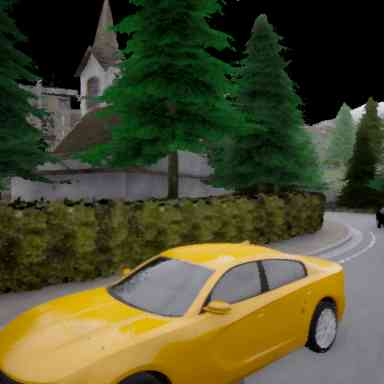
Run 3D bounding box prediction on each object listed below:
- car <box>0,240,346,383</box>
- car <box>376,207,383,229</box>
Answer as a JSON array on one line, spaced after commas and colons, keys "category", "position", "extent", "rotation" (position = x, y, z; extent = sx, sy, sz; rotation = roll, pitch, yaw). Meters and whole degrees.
[{"category": "car", "position": [0.191, 1.498, 4.491], "extent": [5.008, 1.535, 1.882], "rotation": [0, 0, -40]}, {"category": "car", "position": [11.891, 1.522, 19.022], "extent": [2.128, 1.511, 4.902], "rotation": [0, 0, 19]}]
